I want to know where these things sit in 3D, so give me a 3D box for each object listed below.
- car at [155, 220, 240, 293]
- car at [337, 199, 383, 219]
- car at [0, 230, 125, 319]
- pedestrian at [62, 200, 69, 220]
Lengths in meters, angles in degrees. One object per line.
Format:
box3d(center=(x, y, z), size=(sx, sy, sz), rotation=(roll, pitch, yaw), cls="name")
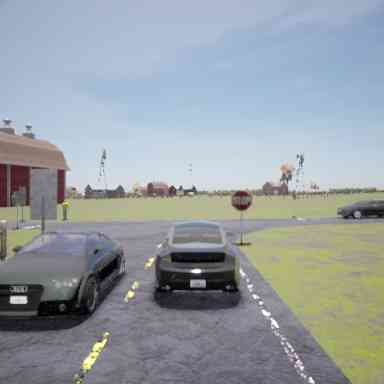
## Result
box3d(center=(0.116, 1.522, 8.876), size=(1.837, 1.490, 4.892), rotation=(0, 0, 0), cls="car")
box3d(center=(13.951, 1.308, 26.200), size=(4.892, 1.490, 1.837), rotation=(-1, -1, -4), cls="car")
box3d(center=(-2.821, 1.577, 7.417), size=(1.994, 1.385, 4.181), rotation=(0, 0, 0), cls="car")
box3d(center=(-11.143, 1.539, 29.205), size=(0.375, 1.860, 0.375), rotation=(0, 0, 4), cls="pedestrian")
